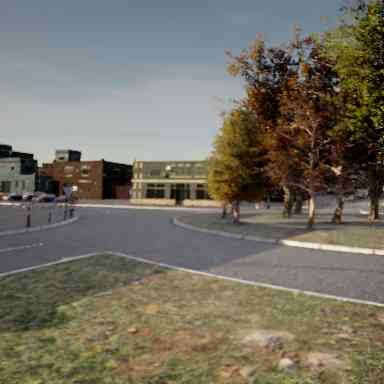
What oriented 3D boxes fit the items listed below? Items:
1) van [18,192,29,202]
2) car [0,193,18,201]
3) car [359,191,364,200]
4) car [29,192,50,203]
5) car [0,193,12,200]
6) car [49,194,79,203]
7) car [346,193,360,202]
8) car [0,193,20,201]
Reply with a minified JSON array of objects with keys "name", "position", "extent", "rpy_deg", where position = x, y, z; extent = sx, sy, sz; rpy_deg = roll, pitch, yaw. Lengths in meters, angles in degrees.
[{"name":"van","position":[-30.417,0.948,64.065],"extent":[1.878,1.987,4.442],"rpy_deg":[2,0,25]},{"name":"car","position":[-35.287,0.907,66.487],"extent":[2.185,1.767,4.553],"rpy_deg":[2,0,25]},{"name":"car","position":[40.036,1.333,81.601],"extent":[1.946,1.575,5.366],"rpy_deg":[1,3,36]},{"name":"car","position":[-27.721,1.120,62.974],"extent":[2.185,1.767,4.553],"rpy_deg":[1,0,25]},{"name":"car","position":[-40.340,0.881,68.805],"extent":[2.231,1.521,4.892],"rpy_deg":[2,0,25]},{"name":"car","position":[-22.823,1.392,60.629],"extent":[2.163,1.488,4.792],"rpy_deg":[1,-1,25]},{"name":"car","position":[36.796,1.549,77.133],"extent":[1.946,1.575,5.366],"rpy_deg":[1,3,36]},{"name":"car","position":[-37.939,0.953,67.676],"extent":[2.097,1.535,5.008],"rpy_deg":[2,0,25]}]
